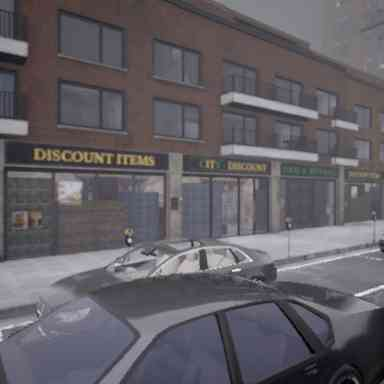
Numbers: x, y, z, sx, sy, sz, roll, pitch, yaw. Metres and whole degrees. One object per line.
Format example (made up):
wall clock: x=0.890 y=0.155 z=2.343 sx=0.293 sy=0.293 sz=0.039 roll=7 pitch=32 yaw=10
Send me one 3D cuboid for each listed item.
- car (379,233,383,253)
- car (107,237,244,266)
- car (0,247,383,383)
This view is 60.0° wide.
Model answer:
car: x=8.627 y=1.576 z=12.359 sx=4.206 sy=1.307 sz=1.802 roll=0 pitch=0 yaw=-36
car: x=-0.352 y=1.549 z=5.940 sx=4.403 sy=1.369 sz=2.008 roll=0 pitch=0 yaw=-36
car: x=-0.248 y=1.546 z=2.891 sx=5.357 sy=1.411 sz=2.033 roll=0 pitch=0 yaw=-36
